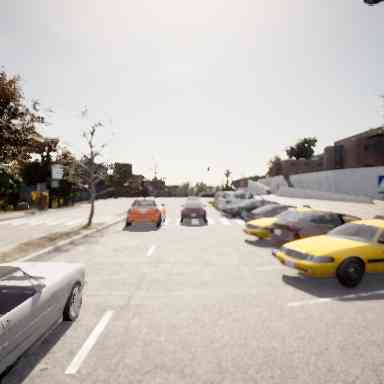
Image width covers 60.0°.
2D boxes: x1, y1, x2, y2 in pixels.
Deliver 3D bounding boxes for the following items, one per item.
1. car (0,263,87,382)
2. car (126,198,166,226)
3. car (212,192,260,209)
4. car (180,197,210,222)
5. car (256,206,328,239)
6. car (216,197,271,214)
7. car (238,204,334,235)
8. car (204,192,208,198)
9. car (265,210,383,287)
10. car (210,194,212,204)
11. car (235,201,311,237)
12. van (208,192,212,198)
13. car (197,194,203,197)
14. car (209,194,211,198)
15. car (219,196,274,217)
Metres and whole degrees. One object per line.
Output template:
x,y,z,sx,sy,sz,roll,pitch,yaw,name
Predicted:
-2.899,1.572,4.187,1.895,1.301,4.718,0,0,0,car
-2.897,1.186,21.760,2.097,1.767,4.553,0,0,0,car
5.103,1.033,29.968,5.566,2.045,2.435,1,0,-20,car
0.103,1.347,24.039,1.812,1.442,4.674,0,0,0,car
5.098,1.429,12.074,4.792,1.488,2.163,1,0,-20,car
5.080,1.274,32.933,5.008,1.535,2.097,1,0,-20,car
5.068,1.391,18.027,4.674,1.452,2.002,1,0,-20,car
4.904,1.237,47.781,5.366,1.575,1.946,1,0,-20,car
4.898,1.420,9.012,5.366,1.575,1.946,1,1,-20,car
5.249,1.257,38.966,5.366,1.575,1.946,1,0,-20,car
4.899,1.368,14.978,5.366,1.575,1.946,1,1,-20,car
4.970,1.020,44.822,4.442,1.987,1.878,1,0,-20,van
0.105,1.290,40.458,1.812,1.442,4.674,0,0,0,car
5.101,1.283,41.896,4.792,1.488,2.163,1,0,-20,car
5.083,1.299,26.967,4.892,1.521,2.231,1,1,-20,car
